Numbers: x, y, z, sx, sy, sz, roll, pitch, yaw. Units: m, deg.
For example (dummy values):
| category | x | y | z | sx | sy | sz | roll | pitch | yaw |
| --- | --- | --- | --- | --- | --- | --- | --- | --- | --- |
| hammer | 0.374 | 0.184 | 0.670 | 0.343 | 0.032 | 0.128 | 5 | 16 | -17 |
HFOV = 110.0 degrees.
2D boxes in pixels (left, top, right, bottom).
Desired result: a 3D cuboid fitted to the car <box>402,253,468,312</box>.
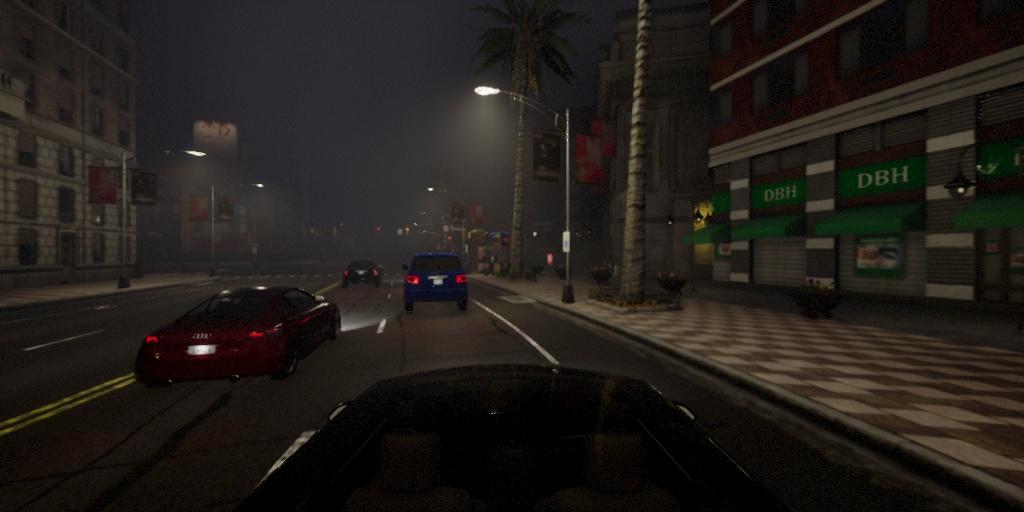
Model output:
| category | x | y | z | sx | sy | sz | roll | pitch | yaw |
| --- | --- | --- | --- | --- | --- | --- | --- | --- | --- |
| car | -3.092 | 0.905 | 14.131 | 2.150 | 2.045 | 5.566 | 0 | 0 | -16 |

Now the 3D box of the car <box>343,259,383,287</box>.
| category | x | y | z | sx | sy | sz | roll | pitch | yaw |
| --- | --- | --- | --- | --- | --- | --- | --- | --- | --- |
| car | -9.452 | 0.992 | 22.991 | 2.097 | 1.767 | 4.553 | 0 | 1 | -17 |

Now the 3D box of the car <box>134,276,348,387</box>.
| category | x | y | z | sx | sy | sz | roll | pitch | yaw |
| --- | --- | --- | --- | --- | --- | --- | --- | --- | --- |
| car | -4.824 | 1.286 | 7.030 | 1.994 | 1.385 | 4.181 | 0 | 0 | -13 |
